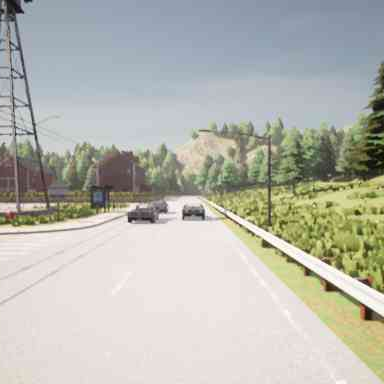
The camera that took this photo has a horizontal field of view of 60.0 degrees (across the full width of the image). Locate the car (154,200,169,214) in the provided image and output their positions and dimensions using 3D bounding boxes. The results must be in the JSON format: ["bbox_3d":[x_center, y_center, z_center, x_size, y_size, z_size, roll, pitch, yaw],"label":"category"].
[{"bbox_3d":[-3.528,1.547,35.155,1.994,1.385,4.181,0,0,1],"label":"car"}]

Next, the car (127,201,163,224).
[{"bbox_3d":[-3.570,1.589,24.875,1.895,1.301,4.718,0,0,0],"label":"car"}]

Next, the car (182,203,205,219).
[{"bbox_3d":[0.128,1.587,28.850,1.895,1.301,4.718,0,0,0],"label":"car"}]
